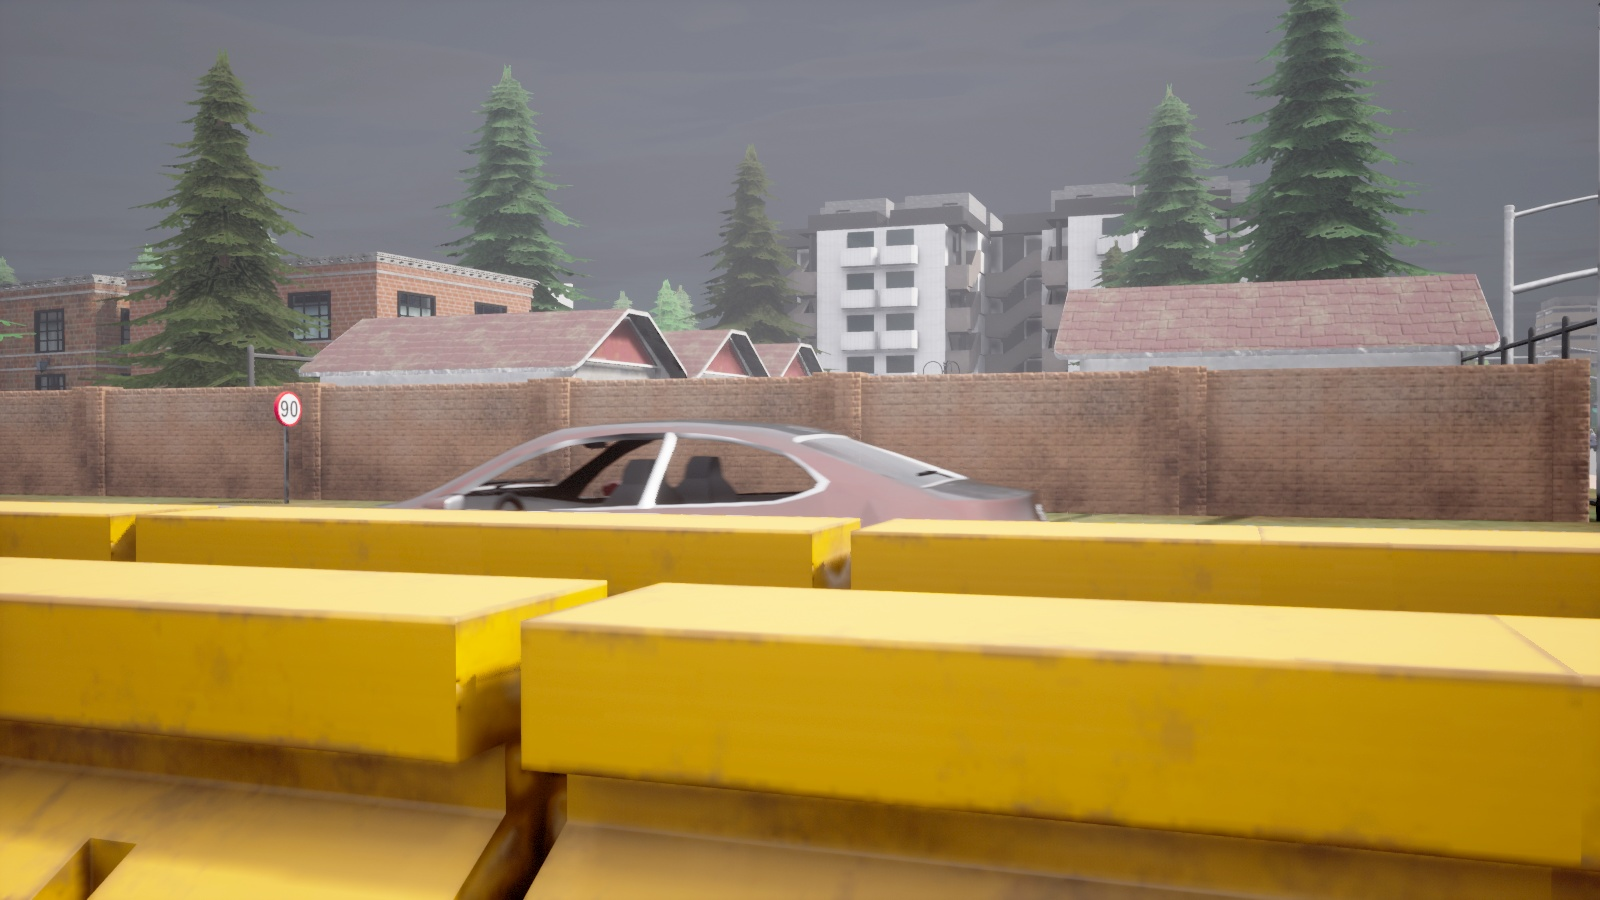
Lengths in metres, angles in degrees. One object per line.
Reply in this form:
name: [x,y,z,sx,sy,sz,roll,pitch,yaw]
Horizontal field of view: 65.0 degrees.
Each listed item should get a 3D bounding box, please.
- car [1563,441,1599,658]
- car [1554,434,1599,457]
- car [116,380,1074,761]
car: [7.867,0.736,7.933,4.892,1.490,1.837,1,1,19]
car: [50.429,-0.323,81.439,1.970,1.475,3.806,1,1,20]
car: [-1.104,0.485,7.253,5.027,1.651,2.152,1,1,19]
